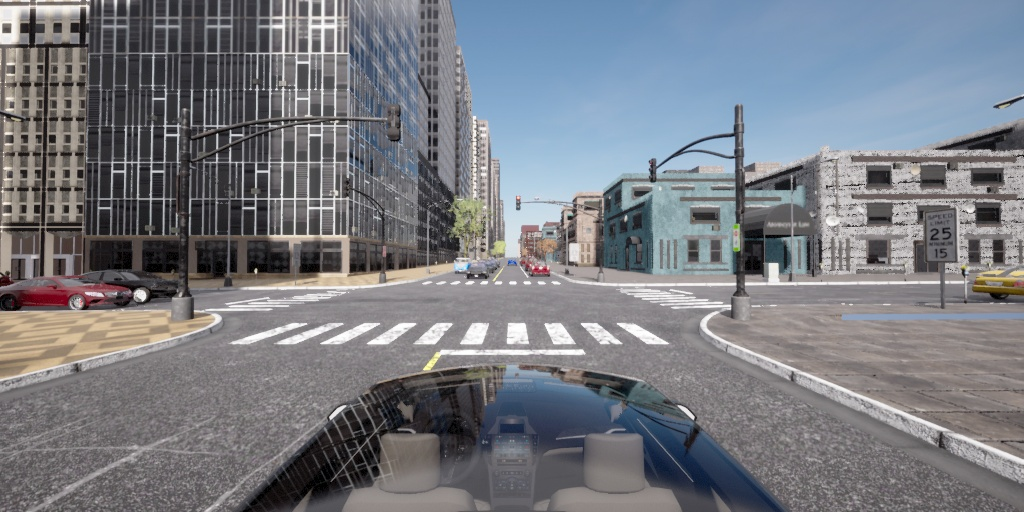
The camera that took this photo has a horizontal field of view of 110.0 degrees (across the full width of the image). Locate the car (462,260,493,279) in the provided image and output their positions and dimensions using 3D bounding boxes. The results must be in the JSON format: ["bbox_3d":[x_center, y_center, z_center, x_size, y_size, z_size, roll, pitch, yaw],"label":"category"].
[{"bbox_3d":[-3.073,1.304,33.034,2.033,1.411,5.357,0,0,-1],"label":"car"}]

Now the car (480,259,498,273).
[{"bbox_3d":[-3.084,1.321,42.337,1.994,1.385,4.181,0,0,0],"label":"car"}]

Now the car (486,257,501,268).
[{"bbox_3d":[-3.077,1.306,52.181,2.033,1.411,5.357,0,0,0],"label":"car"}]

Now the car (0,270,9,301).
[{"bbox_3d":[-27.385,1.465,16.716,4.902,1.511,2.128,-1,-1,1],"label":"car"}]

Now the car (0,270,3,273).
[{"bbox_3d":[-23.097,1.326,14.067,4.097,1.591,1.967,0,0,1],"label":"car"}]

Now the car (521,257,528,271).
[{"bbox_3d":[2.709,1.073,47.191,2.192,1.841,5.009,0,0,0],"label":"car"}]

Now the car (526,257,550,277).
[{"bbox_3d":[2.704,1.196,35.843,1.967,1.591,4.097,0,0,0],"label":"car"}]

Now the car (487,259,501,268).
[{"bbox_3d":[-3.034,1.251,62.310,2.128,1.511,4.902,0,0,0],"label":"car"}]

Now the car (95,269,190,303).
[{"bbox_3d":[-17.888,1.360,16.623,5.008,1.535,1.882,-1,-1,0],"label":"car"}]

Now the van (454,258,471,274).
[{"bbox_3d":[-5.675,1.098,41.481,1.690,1.789,3.998,0,0,0],"label":"van"}]

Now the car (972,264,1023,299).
[{"bbox_3d":[20.694,0.995,13.631,4.829,1.417,1.751,0,0,1],"label":"car"}]

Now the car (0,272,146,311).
[{"bbox_3d":[-17.414,1.413,14.011,4.207,1.307,1.802,0,0,1],"label":"car"}]
